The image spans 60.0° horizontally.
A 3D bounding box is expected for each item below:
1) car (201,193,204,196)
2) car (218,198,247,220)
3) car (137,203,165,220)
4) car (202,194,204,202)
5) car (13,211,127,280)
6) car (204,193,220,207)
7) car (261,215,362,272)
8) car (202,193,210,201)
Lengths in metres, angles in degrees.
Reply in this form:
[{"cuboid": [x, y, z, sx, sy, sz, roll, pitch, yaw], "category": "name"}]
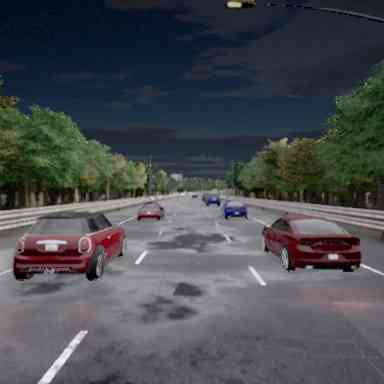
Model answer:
[{"cuboid": [3.543, 1.589, 76.374, 1.882, 1.535, 5.008, 0, 0, 0], "category": "car"}, {"cuboid": [3.608, 1.519, 29.073, 1.882, 1.535, 5.008, 0, 0, 0], "category": "car"}, {"cuboid": [-3.392, 1.606, 28.259, 1.994, 1.385, 4.181, 0, 0, 0], "category": "car"}, {"cuboid": [3.517, 1.572, 65.424, 1.882, 1.535, 5.008, 0, 0, 0], "category": "car"}, {"cuboid": [-3.397, 1.366, 10.175, 2.097, 1.767, 4.553, 0, 0, 0], "category": "car"}, {"cuboid": [3.514, 1.299, 54.449, 2.150, 2.045, 5.566, 0, 0, 0], "category": "car"}, {"cuboid": [3.603, 1.493, 10.945, 1.882, 1.535, 5.008, 0, 0, 0], "category": "car"}, {"cuboid": [3.665, 1.351, 87.329, 2.150, 2.045, 5.566, 0, 0, 1], "category": "car"}]
